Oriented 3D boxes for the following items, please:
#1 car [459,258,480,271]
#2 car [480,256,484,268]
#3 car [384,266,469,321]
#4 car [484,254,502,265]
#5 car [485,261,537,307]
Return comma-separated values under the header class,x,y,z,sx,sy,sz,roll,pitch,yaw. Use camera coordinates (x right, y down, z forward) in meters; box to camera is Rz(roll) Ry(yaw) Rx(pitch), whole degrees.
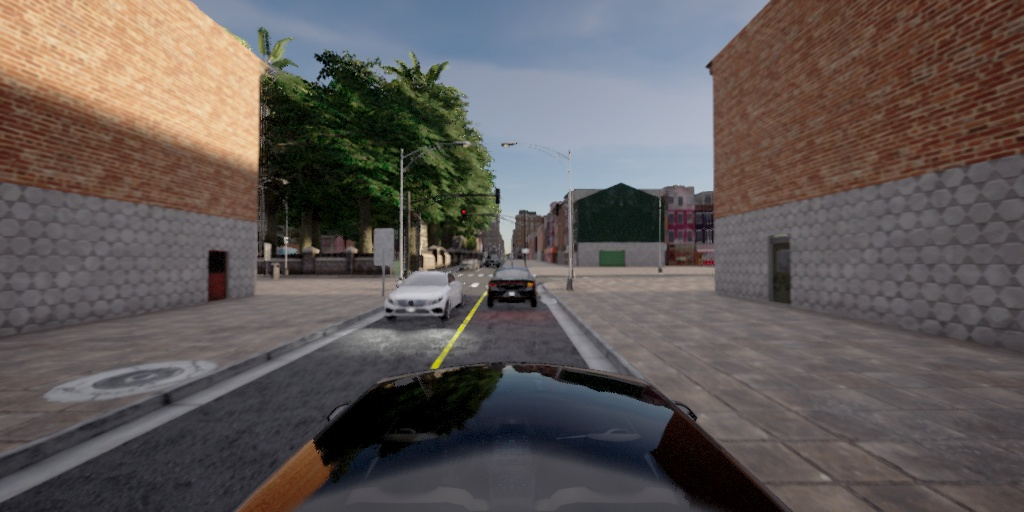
class,x,y,z,sx,sy,sz,roll,pitch,yaw
car,-5.523,1.136,44.283,2.007,1.370,4.403,0,0,0
car,-5.553,1.114,51.418,2.007,1.370,4.403,0,0,0
car,-2.802,1.230,12.337,1.812,1.442,4.674,0,0,1
car,-3.008,0.770,56.938,2.150,2.045,5.566,0,0,0
car,0.023,1.170,15.144,1.882,1.535,5.008,0,0,1
